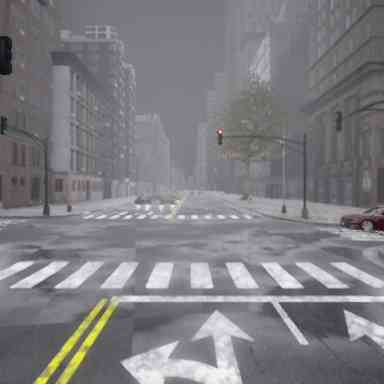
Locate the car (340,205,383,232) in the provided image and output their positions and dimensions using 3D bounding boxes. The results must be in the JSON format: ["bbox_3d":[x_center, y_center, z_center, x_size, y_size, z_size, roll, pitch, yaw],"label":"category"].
[{"bbox_3d":[11.050,1.480,18.802,5.008,1.535,1.882,0,0,0],"label":"car"}]

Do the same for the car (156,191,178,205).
[{"bbox_3d":[-3.381,0.954,45.675,1.837,1.490,4.892,0,1,0],"label":"car"}]

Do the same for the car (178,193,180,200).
[{"bbox_3d":[-3.350,0.612,62.001,2.097,1.767,4.553,0,1,0],"label":"car"}]

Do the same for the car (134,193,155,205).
[{"bbox_3d":[-6.630,1.013,45.768,1.994,1.385,4.181,0,1,0],"label":"car"}]

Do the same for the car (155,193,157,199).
[{"bbox_3d":[-6.582,0.799,62.705,2.033,1.411,5.357,0,1,1],"label":"car"}]
